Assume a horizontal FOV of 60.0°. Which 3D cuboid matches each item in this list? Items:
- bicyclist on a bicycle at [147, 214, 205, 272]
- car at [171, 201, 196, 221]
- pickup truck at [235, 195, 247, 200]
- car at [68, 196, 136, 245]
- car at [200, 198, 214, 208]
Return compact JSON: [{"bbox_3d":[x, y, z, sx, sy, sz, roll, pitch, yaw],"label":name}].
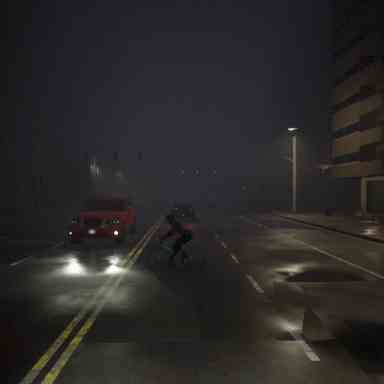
[{"bbox_3d":[-0.461,1.453,9.372,1.656,1.620,0.582,0,0,-2],"label":"bicyclist on a bicycle"},{"bbox_3d":[-0.701,1.491,27.184,2.128,1.511,4.902,0,0,-2],"label":"car"},{"bbox_3d":[13.861,1.058,90.876,2.390,2.098,6.274,0,0,29],"label":"pickup truck"},{"bbox_3d":[-4.037,1.222,15.966,2.150,2.045,5.566,0,0,-1],"label":"car"},{"bbox_3d":[2.151,1.547,48.476,2.033,1.411,5.357,0,0,-3],"label":"car"}]
